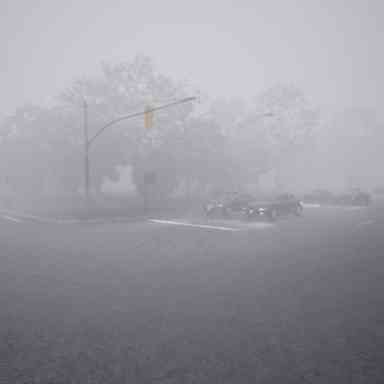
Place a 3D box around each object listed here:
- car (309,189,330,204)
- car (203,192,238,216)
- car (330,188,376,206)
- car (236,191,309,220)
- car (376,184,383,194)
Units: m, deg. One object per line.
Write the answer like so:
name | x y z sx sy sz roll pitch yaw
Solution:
car | 12.405 0.403 32.767 4.181 1.385 1.994 -3 2 -44
car | 2.861 0.778 23.556 4.902 1.511 2.128 -3 2 -44
car | 14.553 0.397 29.974 4.674 1.442 1.812 -3 2 -44
car | 5.175 0.815 20.925 4.892 1.490 1.837 -3 2 -44
car | 27.349 -0.374 47.059 5.008 1.535 1.882 -2 2 -44
